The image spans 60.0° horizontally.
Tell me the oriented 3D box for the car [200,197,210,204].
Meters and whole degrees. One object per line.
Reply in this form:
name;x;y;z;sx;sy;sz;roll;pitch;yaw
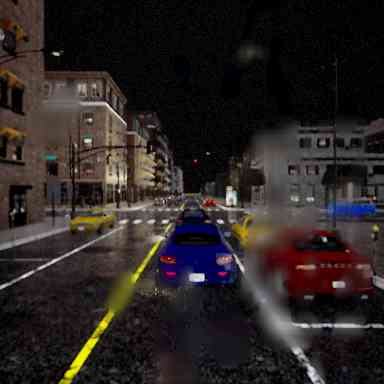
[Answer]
car;2.648;1.731;69.260;2.008;1.369;4.403;0;0;0

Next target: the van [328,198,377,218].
van;14.642;1.473;30.470;3.998;1.788;1.690;0;0;0

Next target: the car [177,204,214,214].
car;0.091;1.601;18.278;1.994;1.385;4.181;0;0;0

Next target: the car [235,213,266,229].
car;2.678;1.554;14.171;1.752;1.417;4.829;0;0;0

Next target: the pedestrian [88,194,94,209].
pedestrian;-12.652;1.161;41.575;0.375;1.860;0.375;0;0;0

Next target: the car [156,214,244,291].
car;0.100;1.543;8.944;1.812;1.442;4.674;0;0;0

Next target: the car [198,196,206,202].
car;2.638;1.792;86.349;2.008;1.369;4.403;-1;0;0

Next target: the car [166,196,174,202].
car;-5.742;1.766;86.162;1.752;1.417;4.829;0;0;0

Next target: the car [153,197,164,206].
car;-5.726;1.693;57.849;2.008;1.369;4.403;0;0;0

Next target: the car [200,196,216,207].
car;2.656;1.564;52.169;1.967;1.590;4.097;0;0;0

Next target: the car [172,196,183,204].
car;-3.037;1.711;70.898;2.128;1.511;4.902;0;0;0

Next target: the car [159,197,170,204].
car;-5.733;1.731;69.242;2.008;1.369;4.403;0;0;0

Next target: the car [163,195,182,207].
car;-3.112;1.682;55.536;2.033;1.411;5.357;0;0;0

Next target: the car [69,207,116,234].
car;-5.706;1.566;19.527;1.752;1.417;4.829;0;0;0

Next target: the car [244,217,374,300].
car;2.681;1.561;8.303;1.887;1.381;4.507;0;0;0
